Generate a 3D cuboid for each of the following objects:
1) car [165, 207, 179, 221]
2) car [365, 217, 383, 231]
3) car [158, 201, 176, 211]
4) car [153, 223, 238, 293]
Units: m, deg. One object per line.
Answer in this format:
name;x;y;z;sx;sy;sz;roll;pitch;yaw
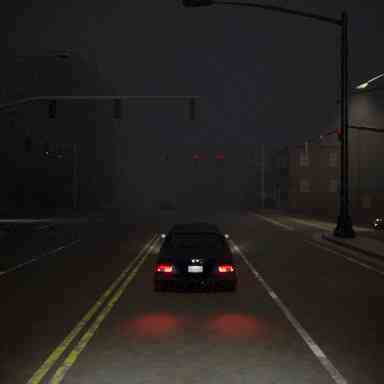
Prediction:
car;-3.509;3.866;58.511;2.097;1.767;4.553;0;-12;0
car;17.932;2.711;29.394;4.553;1.767;2.097;8;0;0
car;-3.538;2.007;45.961;1.812;1.442;4.674;0;-4;0
car;0.083;1.547;8.988;2.033;1.411;5.357;0;0;0
